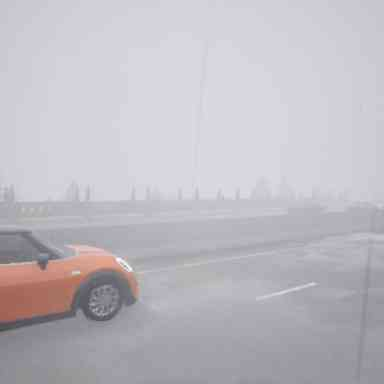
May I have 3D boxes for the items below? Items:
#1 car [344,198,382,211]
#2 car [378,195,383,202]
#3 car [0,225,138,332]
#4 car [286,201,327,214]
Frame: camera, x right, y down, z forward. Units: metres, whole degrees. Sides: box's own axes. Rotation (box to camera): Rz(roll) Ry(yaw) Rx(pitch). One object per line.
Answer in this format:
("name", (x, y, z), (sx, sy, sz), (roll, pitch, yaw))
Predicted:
("car", (17.272, 1.601, 33.988), (4.181, 1.385, 1.994), (0, 0, -41))
("car", (38.352, 1.393, 66.527), (1.812, 1.442, 4.674), (0, 0, 27))
("car", (-3.244, 1.353, 5.730), (4.553, 1.767, 2.097), (0, 0, -36))
("car", (11.728, 1.633, 34.000), (4.718, 1.301, 1.895), (0, 0, -37))
